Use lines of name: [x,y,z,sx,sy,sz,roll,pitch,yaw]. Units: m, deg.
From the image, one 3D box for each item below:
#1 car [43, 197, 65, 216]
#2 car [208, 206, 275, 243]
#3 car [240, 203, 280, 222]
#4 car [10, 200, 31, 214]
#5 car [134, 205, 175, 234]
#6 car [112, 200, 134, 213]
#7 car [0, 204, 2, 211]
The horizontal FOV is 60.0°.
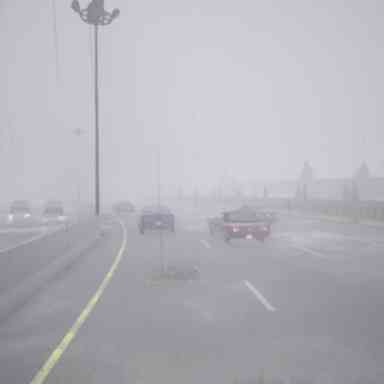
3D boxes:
car: [-13.957,1.568,33.724,1.882,1.535,5.008,0,0,-21]
car: [2.059,1.584,16.128,1.895,1.301,4.718,0,0,-9]
car: [4.177,1.510,23.358,2.033,1.411,5.357,0,0,-13]
car: [-19.271,1.609,37.528,1.882,1.535,5.008,0,0,-23]
car: [-2.215,1.485,19.649,1.882,1.535,5.008,0,0,-12]
car: [-7.757,1.600,37.420,1.994,1.385,4.181,0,0,-21]
car: [-23.940,1.770,39.603,1.895,1.301,4.718,-1,0,-23]
